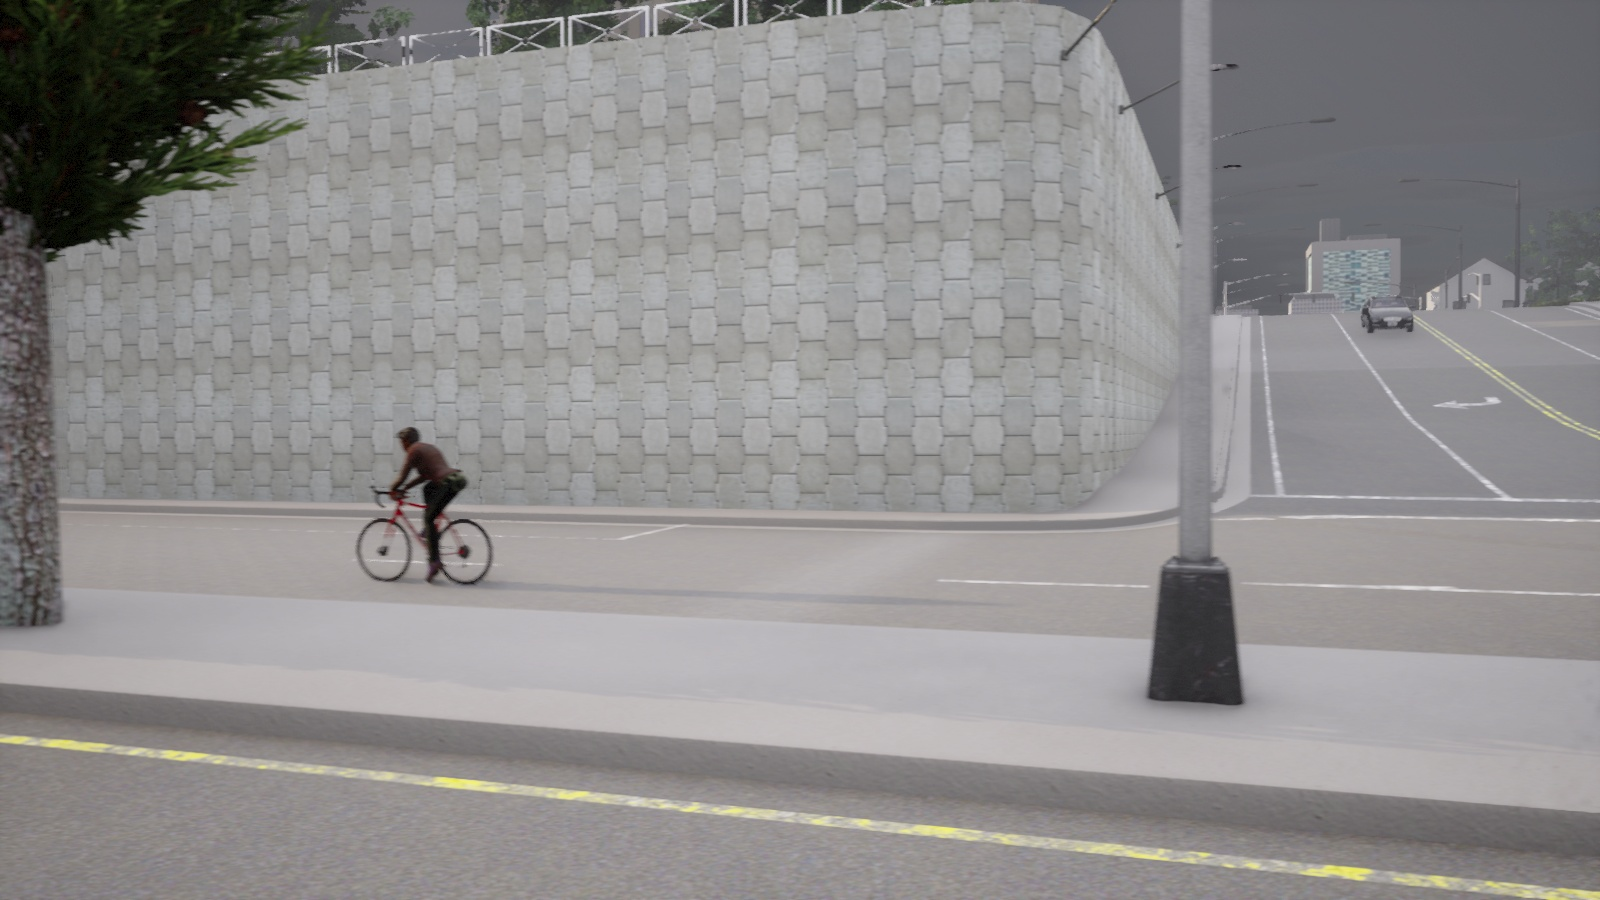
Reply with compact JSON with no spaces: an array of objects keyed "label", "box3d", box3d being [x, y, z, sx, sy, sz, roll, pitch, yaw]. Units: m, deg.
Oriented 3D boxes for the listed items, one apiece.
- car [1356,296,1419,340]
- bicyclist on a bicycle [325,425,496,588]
[{"label":"car","box3d":[26.387,-5.983,56.542,2.128,1.511,4.902,1,11,20]},{"label":"bicyclist on a bicycle","box3d":[-4.029,0.556,12.988,1.656,1.620,0.582,0,1,19]}]
